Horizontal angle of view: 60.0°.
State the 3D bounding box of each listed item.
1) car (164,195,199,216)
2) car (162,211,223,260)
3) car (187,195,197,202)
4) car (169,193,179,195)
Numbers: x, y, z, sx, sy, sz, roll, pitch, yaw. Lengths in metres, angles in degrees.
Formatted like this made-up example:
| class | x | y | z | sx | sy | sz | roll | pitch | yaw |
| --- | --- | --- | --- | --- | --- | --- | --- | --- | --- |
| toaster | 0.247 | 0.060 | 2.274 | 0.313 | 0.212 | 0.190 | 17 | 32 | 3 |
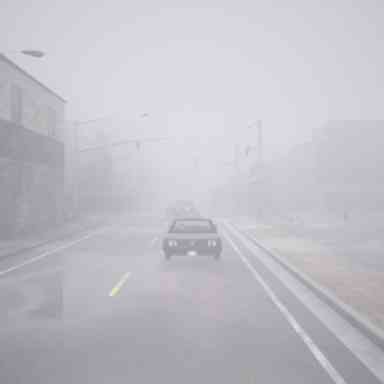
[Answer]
| class | x | y | z | sx | sy | sz | roll | pitch | yaw |
| --- | --- | --- | --- | --- | --- | --- | --- | --- | --- |
| car | -0.940 | 1.364 | 27.840 | 2.097 | 1.767 | 4.553 | 0 | -1 | -15 |
| car | 0.032 | 1.595 | 12.433 | 1.895 | 1.301 | 4.718 | 0 | 0 | 0 |
| car | -0.031 | 1.337 | 73.642 | 2.128 | 1.511 | 4.902 | 0 | 0 | 0 |
| car | -3.545 | 1.192 | 64.138 | 2.150 | 2.045 | 5.566 | 0 | 0 | 0 |
